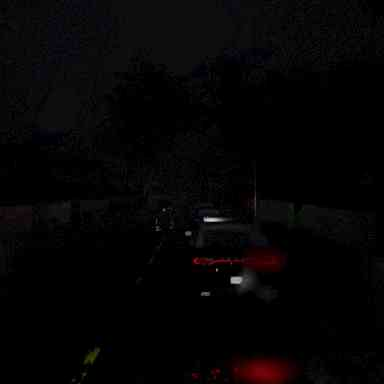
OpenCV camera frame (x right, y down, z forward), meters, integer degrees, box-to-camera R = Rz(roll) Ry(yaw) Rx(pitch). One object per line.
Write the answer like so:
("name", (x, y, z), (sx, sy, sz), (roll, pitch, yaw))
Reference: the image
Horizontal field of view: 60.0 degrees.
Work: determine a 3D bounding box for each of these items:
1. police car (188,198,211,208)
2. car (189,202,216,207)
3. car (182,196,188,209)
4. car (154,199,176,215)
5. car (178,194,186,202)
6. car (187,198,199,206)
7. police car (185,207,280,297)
("police car", (0.881, 1.443, 24.738), (1.930, 1.638, 5.238), (0, 0, 0))
("car", (0.867, 1.535, 18.624), (1.812, 1.442, 4.674), (0, 0, 0))
("car", (0.121, 1.648, 45.423), (1.994, 1.385, 4.181), (0, 0, 2))
("car", (-2.769, 1.548, 34.965), (1.837, 1.490, 4.892), (0, 0, 0))
("car", (-2.538, 1.625, 90.867), (2.150, 2.045, 5.566), (0, -1, 0))
("car", (0.138, 1.705, 58.982), (1.994, 1.385, 4.181), (0, 0, 0))
("police car", (0.843, 1.428, 8.729), (1.930, 1.638, 5.238), (0, 0, 0))
